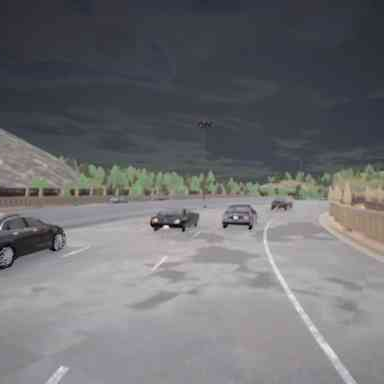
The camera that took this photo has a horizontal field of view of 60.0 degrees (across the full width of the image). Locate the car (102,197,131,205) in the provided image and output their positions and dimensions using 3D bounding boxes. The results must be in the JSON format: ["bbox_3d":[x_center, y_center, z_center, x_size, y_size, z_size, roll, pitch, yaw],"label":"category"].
[{"bbox_3d":[-10.282,1.407,45.657,1.812,1.442,4.674,0,0,26],"label":"car"}]

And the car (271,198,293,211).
[{"bbox_3d":[11.099,1.473,40.781,1.837,1.490,4.892,0,0,29],"label":"car"}]

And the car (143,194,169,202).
[{"bbox_3d":[-5.190,0.960,47.945,2.097,1.767,4.553,0,0,28],"label":"car"}]

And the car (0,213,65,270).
[{"bbox_3d":[-5.989,1.459,10.920,1.837,1.490,4.892,0,0,7],"label":"car"}]

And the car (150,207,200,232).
[{"bbox_3d":[-0.855,1.560,19.699,1.895,1.301,4.718,0,0,13],"label":"car"}]

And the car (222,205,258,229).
[{"bbox_3d":[3.180,1.519,21.524,2.033,1.411,5.357,0,0,15],"label":"car"}]
